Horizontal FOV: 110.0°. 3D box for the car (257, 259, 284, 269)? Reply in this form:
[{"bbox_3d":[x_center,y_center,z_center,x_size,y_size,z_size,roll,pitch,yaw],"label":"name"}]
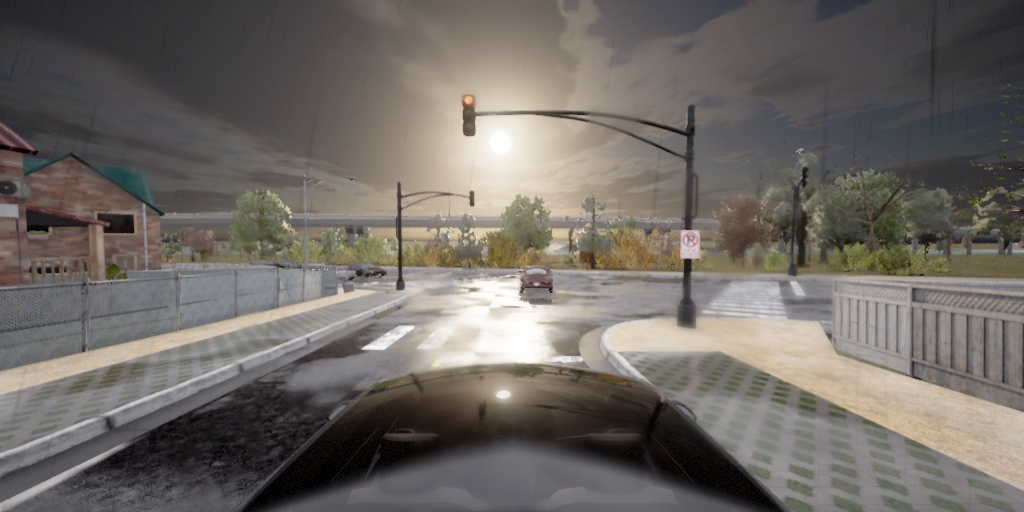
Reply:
[{"bbox_3d":[-32.853,1.541,48.006,4.181,1.385,1.994,-1,2,36],"label":"car"}]

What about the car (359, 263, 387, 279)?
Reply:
[{"bbox_3d":[-14.312,1.386,34.525,5.357,1.411,2.033,0,2,36],"label":"car"}]

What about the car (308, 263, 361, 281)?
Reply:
[{"bbox_3d":[-15.729,1.551,31.544,4.718,1.301,1.895,0,2,36],"label":"car"}]

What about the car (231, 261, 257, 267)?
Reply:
[{"bbox_3d":[-34.461,1.654,45.156,4.181,1.385,1.994,-1,2,36],"label":"car"}]

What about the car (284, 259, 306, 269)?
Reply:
[{"bbox_3d":[-32.170,1.360,51.652,4.902,1.511,2.128,0,2,36],"label":"car"}]

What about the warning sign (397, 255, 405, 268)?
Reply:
[{"bbox_3d":[-14.327,0.659,46.220,1.060,1.860,1.300,0,0,36],"label":"warning sign"}]

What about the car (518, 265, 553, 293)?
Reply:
[{"bbox_3d":[1.347,1.281,21.355,1.812,1.442,4.674,-1,1,1],"label":"car"}]

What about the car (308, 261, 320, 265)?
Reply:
[{"bbox_3d":[-30.624,1.359,54.488,4.718,1.301,1.895,0,2,36],"label":"car"}]
